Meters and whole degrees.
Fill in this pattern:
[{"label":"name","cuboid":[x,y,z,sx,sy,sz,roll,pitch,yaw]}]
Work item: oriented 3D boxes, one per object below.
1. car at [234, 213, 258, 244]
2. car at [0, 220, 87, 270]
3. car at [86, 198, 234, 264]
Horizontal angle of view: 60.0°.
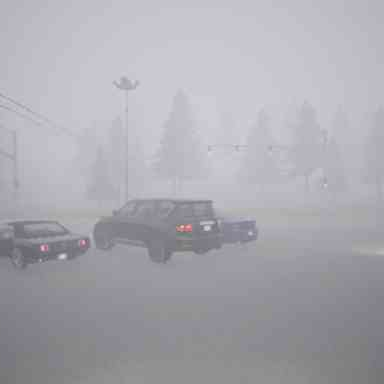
[{"label":"car","cuboid":[0.524,1.464,14.695,1.882,1.535,5.008,1,-1,-45]},{"label":"car","cuboid":[-5.602,1.609,11.143,4.718,1.301,1.895,0,0,37]},{"label":"car","cuboid":[-1.441,1.216,12.224,5.566,2.045,2.150,0,-1,44]}]
